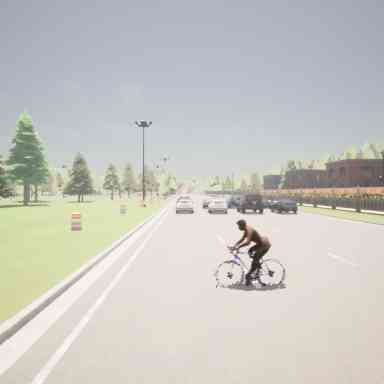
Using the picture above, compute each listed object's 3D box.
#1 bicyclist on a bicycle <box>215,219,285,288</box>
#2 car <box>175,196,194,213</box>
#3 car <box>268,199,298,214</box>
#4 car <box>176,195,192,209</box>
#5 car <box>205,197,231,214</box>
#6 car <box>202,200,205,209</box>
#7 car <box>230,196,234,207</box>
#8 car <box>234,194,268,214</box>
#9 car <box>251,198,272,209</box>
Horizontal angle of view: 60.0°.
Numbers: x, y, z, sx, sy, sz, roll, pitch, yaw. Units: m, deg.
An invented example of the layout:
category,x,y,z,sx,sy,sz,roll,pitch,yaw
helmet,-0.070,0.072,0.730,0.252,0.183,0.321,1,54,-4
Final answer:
category,x,y,z,sx,sy,sz,roll,pitch,yaw
bicyclist on a bicycle,1.346,1.455,7.765,1.656,1.620,0.582,-2,0,-1
car,-0.791,1.526,36.260,1.812,1.442,4.674,0,0,-1
car,9.725,1.491,35.433,2.128,1.511,4.902,0,0,-1
car,-1.071,1.352,46.271,2.097,1.767,4.553,0,0,-1
car,2.724,1.526,35.685,1.812,1.442,4.674,0,0,-1
car,2.432,1.601,45.794,1.895,1.301,4.718,0,0,-1
car,5.929,1.352,46.304,2.097,1.767,4.553,0,0,-1
car,6.211,1.221,35.827,2.150,2.045,5.566,0,0,0
car,9.441,1.564,45.422,1.994,1.385,4.181,0,0,-1
